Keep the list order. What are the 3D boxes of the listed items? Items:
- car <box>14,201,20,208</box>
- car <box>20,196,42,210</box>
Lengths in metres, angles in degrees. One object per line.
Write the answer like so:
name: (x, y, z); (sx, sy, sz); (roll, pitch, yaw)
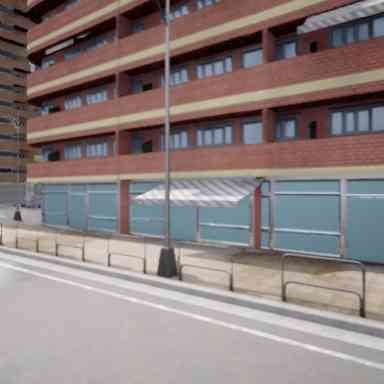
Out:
car: (-20.040, 1.354, 42.521); (1.837, 1.490, 4.892); (0, 0, 36)
car: (-17.559, 1.388, 39.984); (1.812, 1.442, 4.674); (0, 0, 36)
